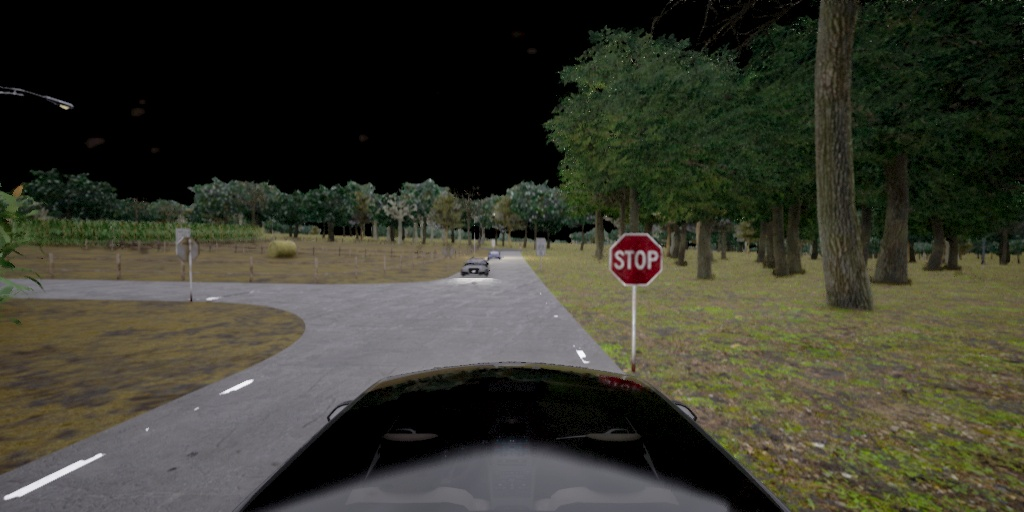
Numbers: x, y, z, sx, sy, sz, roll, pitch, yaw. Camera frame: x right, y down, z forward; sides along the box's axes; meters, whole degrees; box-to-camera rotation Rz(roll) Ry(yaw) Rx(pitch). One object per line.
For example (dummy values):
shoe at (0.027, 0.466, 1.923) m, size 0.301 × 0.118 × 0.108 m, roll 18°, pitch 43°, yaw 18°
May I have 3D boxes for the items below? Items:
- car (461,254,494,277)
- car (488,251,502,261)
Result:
car at (-2.708, 0.839, 27.467) m, size 1.994 × 1.385 × 4.181 m, roll 0°, pitch 2°, yaw 0°
car at (-2.661, -0.077, 54.253) m, size 1.812 × 1.442 × 4.674 m, roll 0°, pitch 2°, yaw 0°
